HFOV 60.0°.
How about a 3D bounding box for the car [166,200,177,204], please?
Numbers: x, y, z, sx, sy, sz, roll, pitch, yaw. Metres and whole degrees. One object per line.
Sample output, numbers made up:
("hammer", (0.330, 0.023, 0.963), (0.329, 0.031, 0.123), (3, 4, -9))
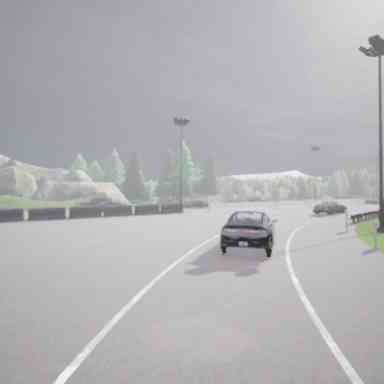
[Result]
("car", (-1.376, 2.200, 59.059), (5.357, 1.411, 2.033), (0, -1, -42))

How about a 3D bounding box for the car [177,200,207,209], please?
("car", (0.409, 2.098, 55.976), (4.892, 1.490, 1.837), (0, -1, -42))

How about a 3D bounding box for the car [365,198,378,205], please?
("car", (39.649, 2.048, 73.053), (5.008, 1.535, 1.882), (0, -1, -43))

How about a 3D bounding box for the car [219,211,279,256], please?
("car", (2.360, 1.515, 13.354), (2.128, 1.511, 4.902), (1, 0, 16))

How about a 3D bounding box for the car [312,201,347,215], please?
("car", (14.630, 1.697, 35.221), (2.033, 1.411, 5.357), (-1, -1, 43))

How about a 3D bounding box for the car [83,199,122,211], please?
("car", (-11.661, 2.034, 44.834), (4.892, 1.490, 1.837), (1, -2, -43))

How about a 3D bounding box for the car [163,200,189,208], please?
("car", (-2.980, 2.245, 62.435), (4.674, 1.442, 1.812), (0, -1, -40))

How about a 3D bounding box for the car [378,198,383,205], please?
("car", (42.020, 2.036, 70.478), (4.902, 1.511, 2.128), (0, -1, -43))

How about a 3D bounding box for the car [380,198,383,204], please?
("car", (47.316, 2.085, 80.110), (4.902, 1.511, 2.128), (0, -1, -43))

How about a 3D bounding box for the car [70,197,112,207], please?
("car", (-13.903, 1.797, 47.527), (5.566, 2.045, 2.150), (1, -1, -43))

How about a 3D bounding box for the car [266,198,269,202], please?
("car", (19.173, 2.242, 82.746), (4.553, 1.767, 2.097), (0, -1, -43))

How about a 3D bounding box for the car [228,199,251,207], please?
("car", (10.026, 2.266, 69.545), (4.902, 1.511, 2.128), (0, -1, -43))
